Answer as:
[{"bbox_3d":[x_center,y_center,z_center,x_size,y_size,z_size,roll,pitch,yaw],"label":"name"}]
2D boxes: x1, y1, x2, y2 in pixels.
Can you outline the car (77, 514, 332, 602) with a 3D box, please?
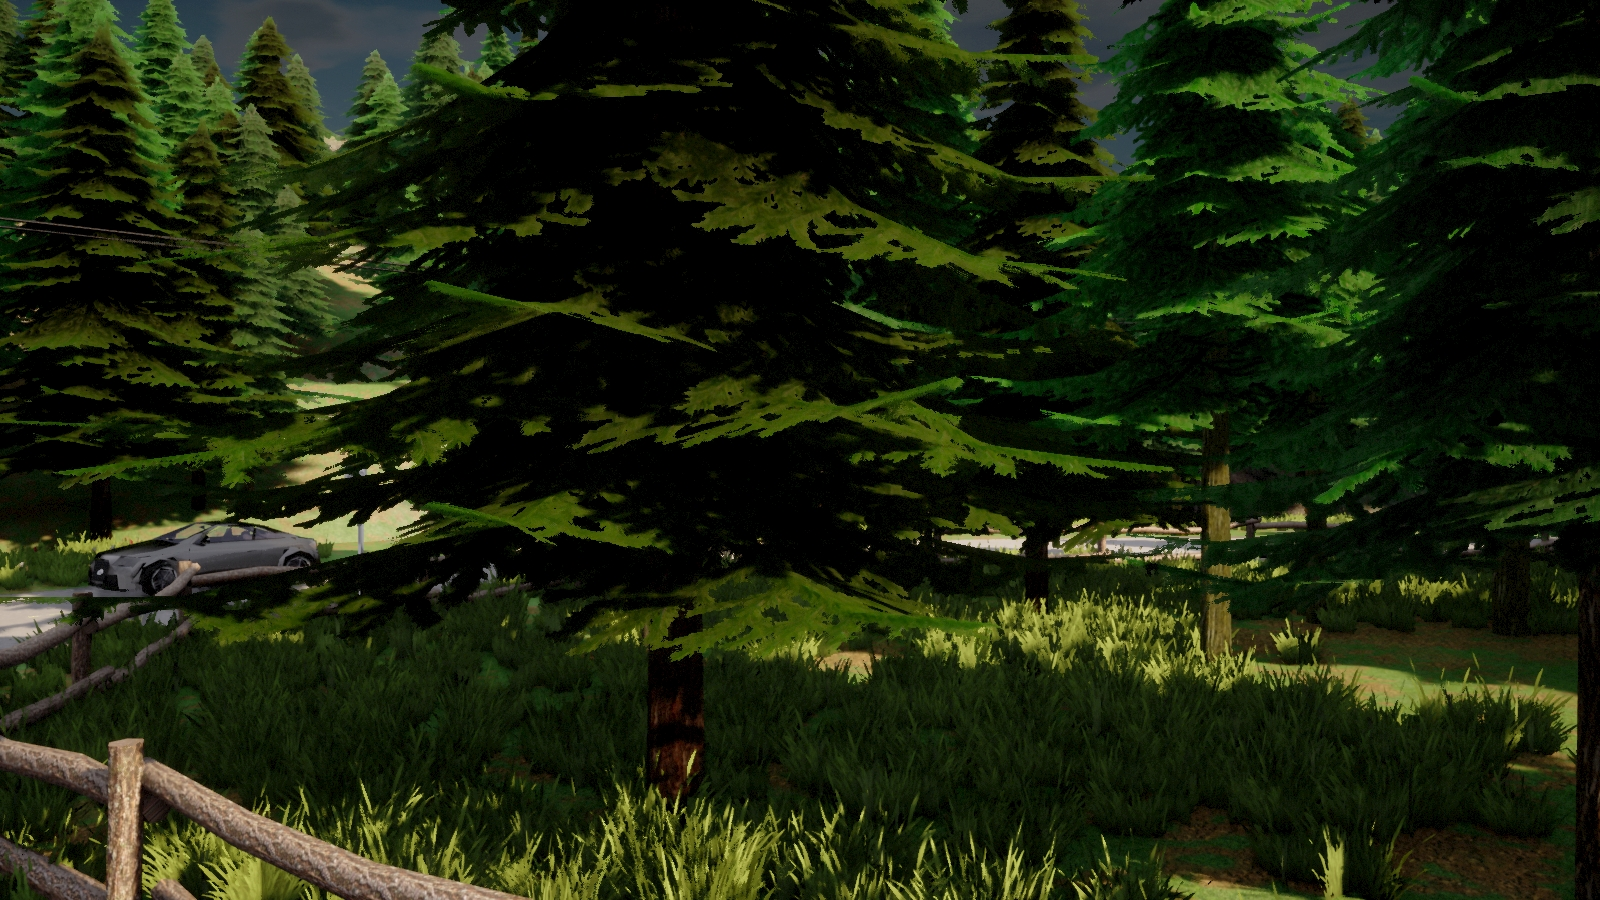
[{"bbox_3d":[-12.055,2.119,23.321,1.994,1.385,4.181,0,0,41],"label":"car"}]
